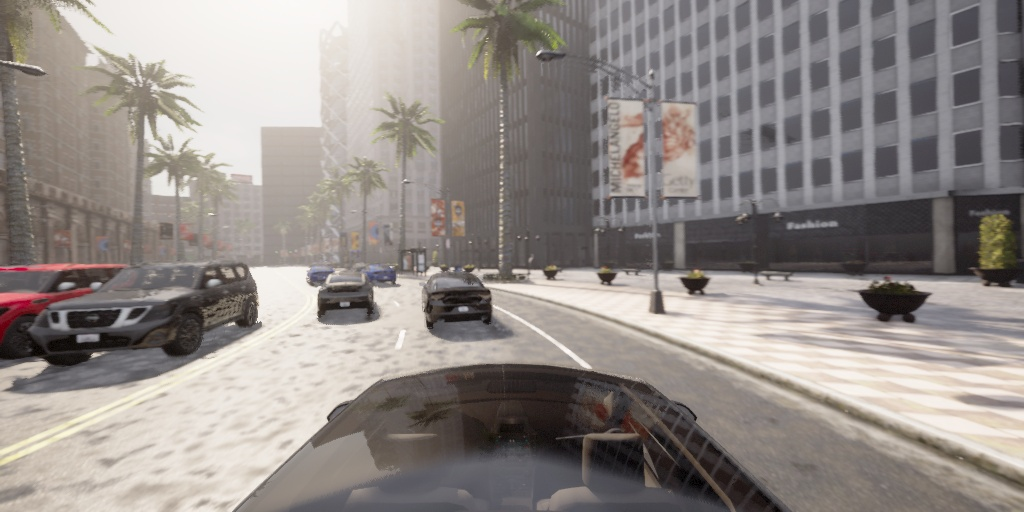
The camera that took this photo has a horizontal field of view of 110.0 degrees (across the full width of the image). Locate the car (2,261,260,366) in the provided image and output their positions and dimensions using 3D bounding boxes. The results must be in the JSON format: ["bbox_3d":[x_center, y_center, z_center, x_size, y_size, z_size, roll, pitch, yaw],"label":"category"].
[{"bbox_3d":[-8.491,1.153,9.141,2.150,2.045,5.566,-1,0,-17],"label":"car"}]

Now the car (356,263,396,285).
[{"bbox_3d":[-10.647,1.460,28.373,1.882,1.535,5.008,-1,0,-34],"label":"car"}]

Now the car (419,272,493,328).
[{"bbox_3d":[-1.966,1.272,11.865,1.882,1.535,5.008,-1,0,-16],"label":"car"}]

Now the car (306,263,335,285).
[{"bbox_3d":[-15.999,1.574,30.048,1.882,1.535,5.008,-1,0,-34],"label":"car"}]

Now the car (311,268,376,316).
[{"bbox_3d":[-6.528,1.396,14.346,1.837,1.490,4.892,-1,0,-21],"label":"car"}]

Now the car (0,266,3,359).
[{"bbox_3d":[-12.124,1.230,9.138,2.150,2.045,5.566,-1,0,-19],"label":"car"}]
